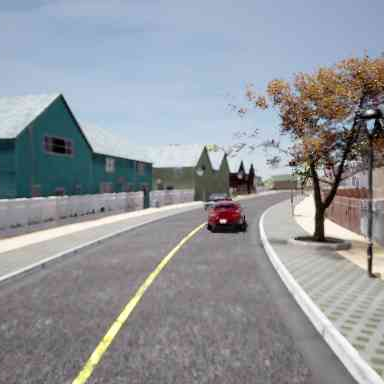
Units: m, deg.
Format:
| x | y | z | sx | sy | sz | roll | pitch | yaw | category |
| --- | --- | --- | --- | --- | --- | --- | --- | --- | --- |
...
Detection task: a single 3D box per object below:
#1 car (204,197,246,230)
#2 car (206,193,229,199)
| x | y | z | sx | sy | sz | roll | pitch | yaw | category |
| --- | --- | --- | --- | --- | --- | --- | --- | --- | --- |
| 1.998 | 1.228 | 18.668 | 1.812 | 1.442 | 4.674 | 0 | 1 | 11 | car |
| 2.507 | 0.900 | 31.494 | 2.128 | 1.511 | 4.902 | 0 | 1 | 19 | car |
